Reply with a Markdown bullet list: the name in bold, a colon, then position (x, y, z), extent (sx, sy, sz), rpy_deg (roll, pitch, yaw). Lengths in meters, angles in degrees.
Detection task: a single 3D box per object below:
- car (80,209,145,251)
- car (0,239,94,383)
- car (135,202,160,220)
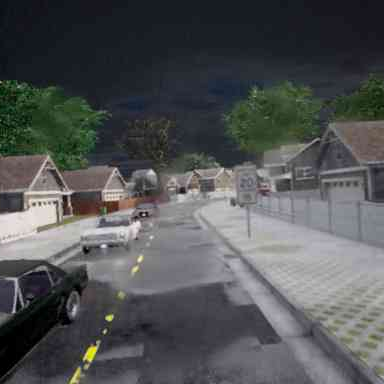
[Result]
- **car**: position (-3.422, 1.719, 14.649), extent (1.895, 1.301, 4.718), rpy_deg (-4, 0, -3)
- **car**: position (-2.996, 1.754, 4.560), extent (1.895, 1.301, 4.718), rpy_deg (-4, 0, -1)
- **car**: position (-3.861, 1.622, 28.510), extent (1.994, 1.385, 4.181), rpy_deg (-4, 1, 0)
